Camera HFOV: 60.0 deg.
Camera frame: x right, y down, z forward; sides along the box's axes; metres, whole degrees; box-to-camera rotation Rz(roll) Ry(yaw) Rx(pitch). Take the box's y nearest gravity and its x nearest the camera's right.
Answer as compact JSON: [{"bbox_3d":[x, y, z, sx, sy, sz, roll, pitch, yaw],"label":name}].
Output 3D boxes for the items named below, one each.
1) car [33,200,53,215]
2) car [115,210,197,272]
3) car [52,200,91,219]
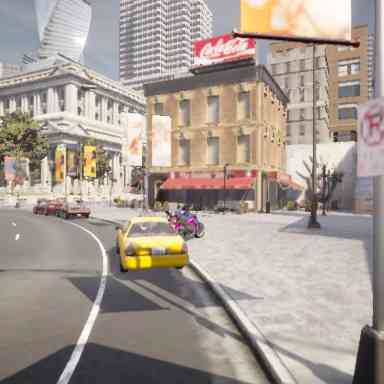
[{"bbox_3d":[-14.167,1.498,33.065,2.002,1.452,4.674,0,0,-44],"label":"car"},{"bbox_3d":[-1.478,1.446,10.764,1.801,1.575,5.366,0,0,-15],"label":"car"},{"bbox_3d":[-10.377,1.576,28.766,1.895,1.301,4.718,0,0,-34],"label":"car"}]
